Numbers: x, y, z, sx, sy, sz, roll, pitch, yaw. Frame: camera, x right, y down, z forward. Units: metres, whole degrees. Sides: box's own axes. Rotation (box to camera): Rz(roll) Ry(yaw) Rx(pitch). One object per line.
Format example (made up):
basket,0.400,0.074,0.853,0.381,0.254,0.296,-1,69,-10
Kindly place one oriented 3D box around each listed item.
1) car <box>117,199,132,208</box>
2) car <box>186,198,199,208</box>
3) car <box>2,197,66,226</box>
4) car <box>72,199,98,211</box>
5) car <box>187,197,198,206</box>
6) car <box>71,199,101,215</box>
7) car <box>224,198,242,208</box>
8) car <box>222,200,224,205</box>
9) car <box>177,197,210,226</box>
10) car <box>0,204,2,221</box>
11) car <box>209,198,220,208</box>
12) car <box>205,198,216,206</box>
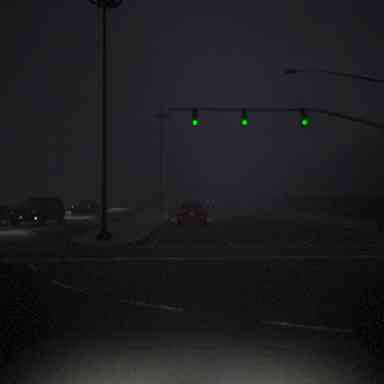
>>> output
car,-11.454,1.873,56.750,2.128,1.511,4.902,0,-1,1
car,0.065,1.865,55.797,2.128,1.511,4.902,0,0,0
car,-11.602,1.392,25.403,2.150,2.045,5.566,0,0,1
car,-15.054,1.808,47.190,2.128,1.511,4.902,0,0,1
car,0.130,1.801,66.184,2.097,1.767,4.553,0,0,0
car,-11.588,1.600,36.457,2.097,1.767,4.553,0,-1,0
car,7.068,1.729,56.223,2.097,1.767,4.553,0,0,0
car,7.130,2.000,66.173,2.033,1.411,5.357,0,0,0
car,-0.008,1.519,24.893,2.097,1.767,4.553,0,0,0
car,-15.095,1.659,24.885,2.128,1.511,4.902,0,0,0
car,3.566,1.975,55.887,1.895,1.301,4.718,0,0,0
car,3.630,1.935,66.193,2.128,1.511,4.902,0,0,0
